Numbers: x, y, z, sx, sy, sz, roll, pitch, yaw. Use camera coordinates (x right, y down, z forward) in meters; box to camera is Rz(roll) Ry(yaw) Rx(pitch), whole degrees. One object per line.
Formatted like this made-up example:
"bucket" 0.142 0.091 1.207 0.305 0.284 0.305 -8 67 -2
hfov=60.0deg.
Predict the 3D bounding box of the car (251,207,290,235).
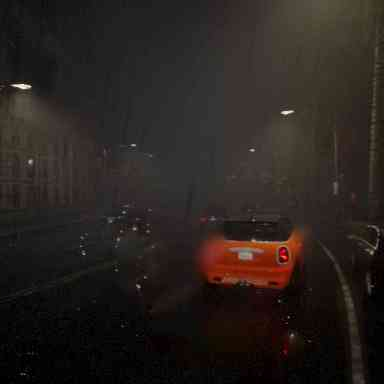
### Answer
"car" 4.558 1.656 19.951 1.895 1.301 4.718 -1 0 8

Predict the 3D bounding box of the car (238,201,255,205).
"car" 5.982 1.663 35.540 1.812 1.442 4.674 -1 0 5

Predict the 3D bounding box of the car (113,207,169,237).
"car" -2.673 1.746 19.289 1.994 1.385 4.181 -1 0 9

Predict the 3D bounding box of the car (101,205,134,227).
"car" -5.368 1.766 25.398 2.128 1.511 4.902 -1 -1 6

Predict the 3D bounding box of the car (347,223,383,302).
"car" 4.940 1.468 7.846 1.837 1.490 4.892 -1 0 20

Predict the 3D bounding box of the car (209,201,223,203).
"car" 2.519 1.672 34.800 1.882 1.535 5.008 -1 0 4

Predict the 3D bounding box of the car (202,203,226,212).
"car" 1.447 1.673 22.104 2.033 1.411 5.357 -1 -1 5

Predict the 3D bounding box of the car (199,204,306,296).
"car" 1.911 1.381 9.080 2.097 1.767 4.553 -1 0 21
